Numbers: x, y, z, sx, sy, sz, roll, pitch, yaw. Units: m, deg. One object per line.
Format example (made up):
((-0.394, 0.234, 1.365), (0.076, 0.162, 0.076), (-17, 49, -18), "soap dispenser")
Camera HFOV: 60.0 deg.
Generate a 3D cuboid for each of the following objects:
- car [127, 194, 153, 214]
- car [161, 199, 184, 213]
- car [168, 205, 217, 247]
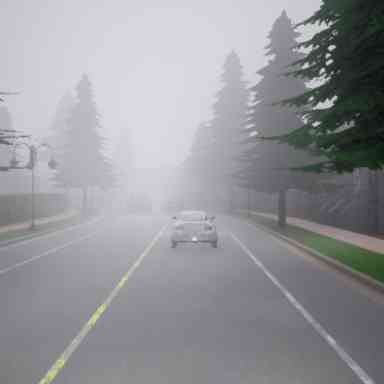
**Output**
((-5.686, 1.209, 35.938), (2.150, 2.045, 5.566), (0, 0, -17), "car")
((-2.198, 1.480, 36.821), (2.128, 1.511, 4.902), (0, 0, -16), "car")
((0.088, 1.521, 14.833), (1.812, 1.442, 4.674), (0, 0, 0), "car")
